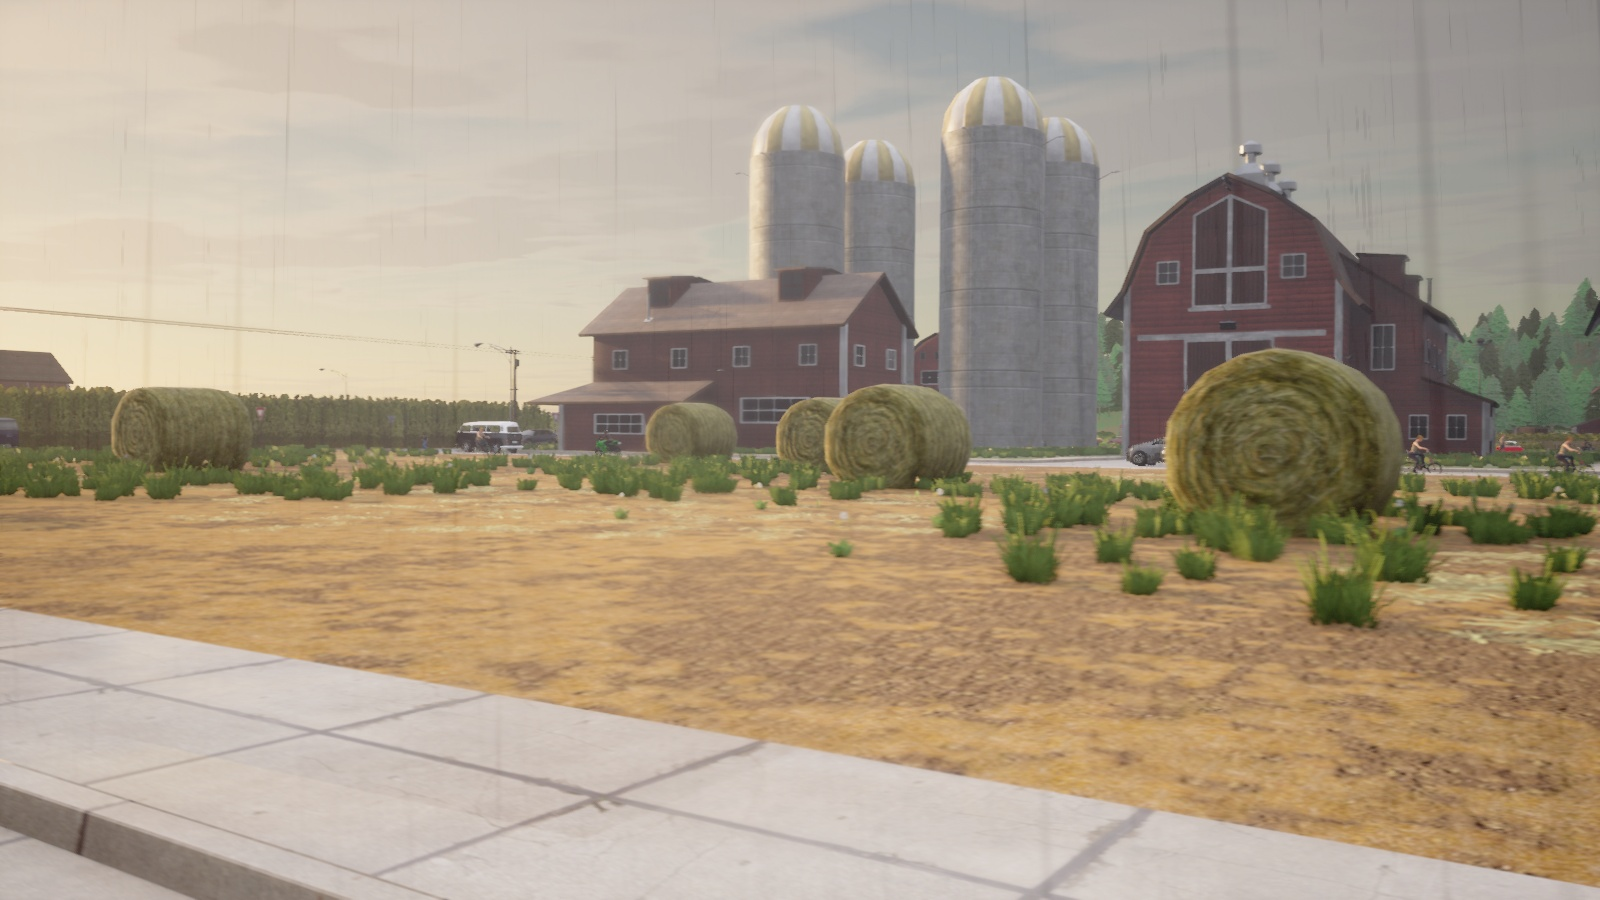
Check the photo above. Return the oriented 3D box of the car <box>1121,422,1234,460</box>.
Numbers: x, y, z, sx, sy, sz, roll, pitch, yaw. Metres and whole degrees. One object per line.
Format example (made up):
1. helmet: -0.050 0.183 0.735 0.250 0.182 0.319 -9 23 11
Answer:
1. car: 17.583 -0.428 58.510 4.611 1.667 2.242 0 2 30

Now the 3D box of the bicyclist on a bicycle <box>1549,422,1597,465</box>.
1. bicyclist on a bicycle: 29.378 -0.242 47.739 1.509 1.612 0.866 0 1 30

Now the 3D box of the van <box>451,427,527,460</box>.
1. van: -19.770 -0.445 79.889 4.480 2.038 2.069 0 1 30

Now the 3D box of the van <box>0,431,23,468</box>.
1. van: -44.319 0.005 67.118 1.775 1.987 4.442 0 1 31

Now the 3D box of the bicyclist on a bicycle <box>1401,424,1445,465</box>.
1. bicyclist on a bicycle: 24.938 -0.236 50.276 1.509 1.612 0.866 0 1 30

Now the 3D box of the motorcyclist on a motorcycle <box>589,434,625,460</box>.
1. motorcyclist on a motorcycle: -11.533 -0.201 75.181 2.044 1.523 0.797 -1 1 30
